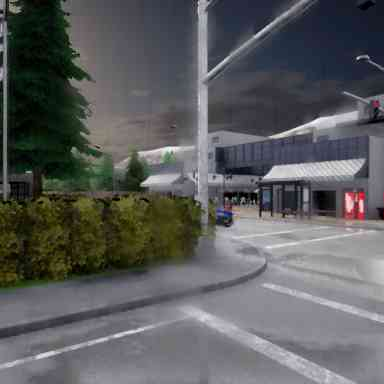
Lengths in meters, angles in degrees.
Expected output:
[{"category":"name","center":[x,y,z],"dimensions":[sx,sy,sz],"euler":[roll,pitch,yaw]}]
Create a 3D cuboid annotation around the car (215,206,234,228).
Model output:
[{"category":"car","center":[0.450,1.301,20.087],"dimensions":[1.882,1.535,5.008],"euler":[0,0,-35]}]
